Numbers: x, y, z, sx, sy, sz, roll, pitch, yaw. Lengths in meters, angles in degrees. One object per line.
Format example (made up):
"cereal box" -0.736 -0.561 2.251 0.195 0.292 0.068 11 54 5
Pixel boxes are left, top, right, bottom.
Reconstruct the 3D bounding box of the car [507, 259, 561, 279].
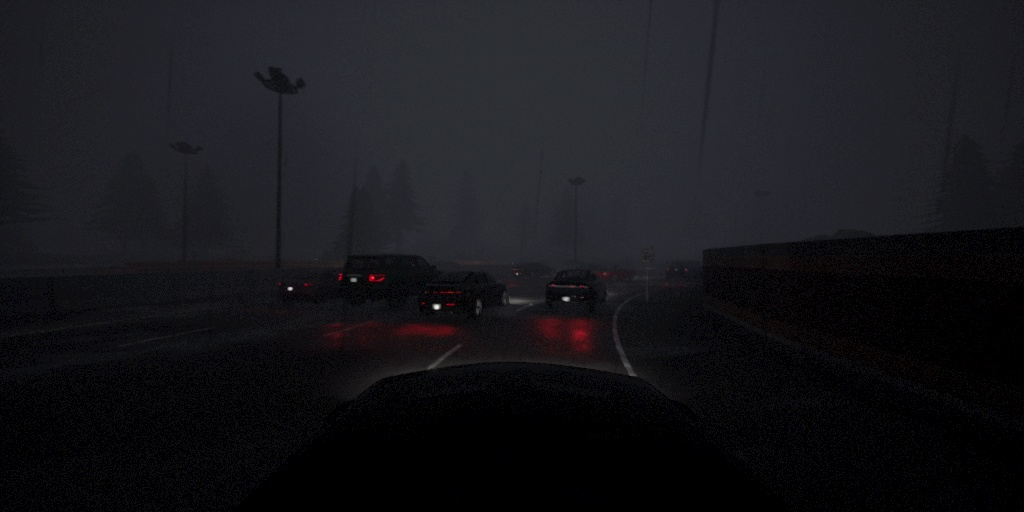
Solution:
"car" 2.095 1.312 33.310 1.837 1.490 4.892 -3 -1 43

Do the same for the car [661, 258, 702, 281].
"car" 15.370 1.156 31.103 4.553 1.767 2.097 -1 1 -37

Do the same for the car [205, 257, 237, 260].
"car" -36.238 0.933 44.929 1.837 1.490 4.892 1 0 -9

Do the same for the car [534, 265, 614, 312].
"car" 2.779 1.310 14.900 2.128 1.511 4.902 0 0 21

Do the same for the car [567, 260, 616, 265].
"car" 7.557 1.359 33.717 4.181 1.385 1.994 0 0 -42

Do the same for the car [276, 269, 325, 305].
"car" -7.982 1.251 15.809 1.994 1.385 4.181 1 0 18

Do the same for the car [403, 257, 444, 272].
"car" -11.084 1.046 45.100 2.097 1.767 4.553 1 0 43

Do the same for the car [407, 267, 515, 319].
"car" -1.564 1.265 13.037 1.837 1.490 4.892 0 0 16

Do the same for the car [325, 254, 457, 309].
"car" -4.687 0.947 15.128 2.150 2.045 5.566 0 0 19

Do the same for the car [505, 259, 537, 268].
"car" 1.551 1.216 60.105 5.008 1.535 1.882 0 0 -31

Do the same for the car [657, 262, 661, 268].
"car" 26.345 1.175 59.201 5.008 1.535 1.882 0 0 -18

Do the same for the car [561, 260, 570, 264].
"car" 8.221 1.262 51.716 4.892 1.490 1.837 1 0 -30

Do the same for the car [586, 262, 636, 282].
"car" 8.489 1.412 29.995 4.718 1.301 1.895 -1 1 -45
